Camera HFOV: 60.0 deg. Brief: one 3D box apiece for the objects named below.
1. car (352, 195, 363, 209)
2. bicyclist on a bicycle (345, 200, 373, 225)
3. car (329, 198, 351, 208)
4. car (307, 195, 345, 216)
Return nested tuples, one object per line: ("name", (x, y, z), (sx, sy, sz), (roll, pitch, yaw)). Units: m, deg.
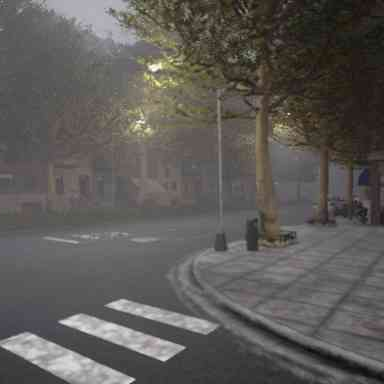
("car", (23.287, 1.622, 45.879), (2.231, 1.521, 4.892), (-1, -1, 36))
("bicyclist on a bicycle", (10.929, 1.368, 21.789), (1.656, 1.620, 0.582), (-1, -1, 36))
("car", (22.989, 1.680, 51.494), (2.128, 1.511, 4.902), (-1, -1, 37))
("car", (14.335, 1.366, 34.628), (2.435, 2.045, 5.566), (-1, -1, 36))
